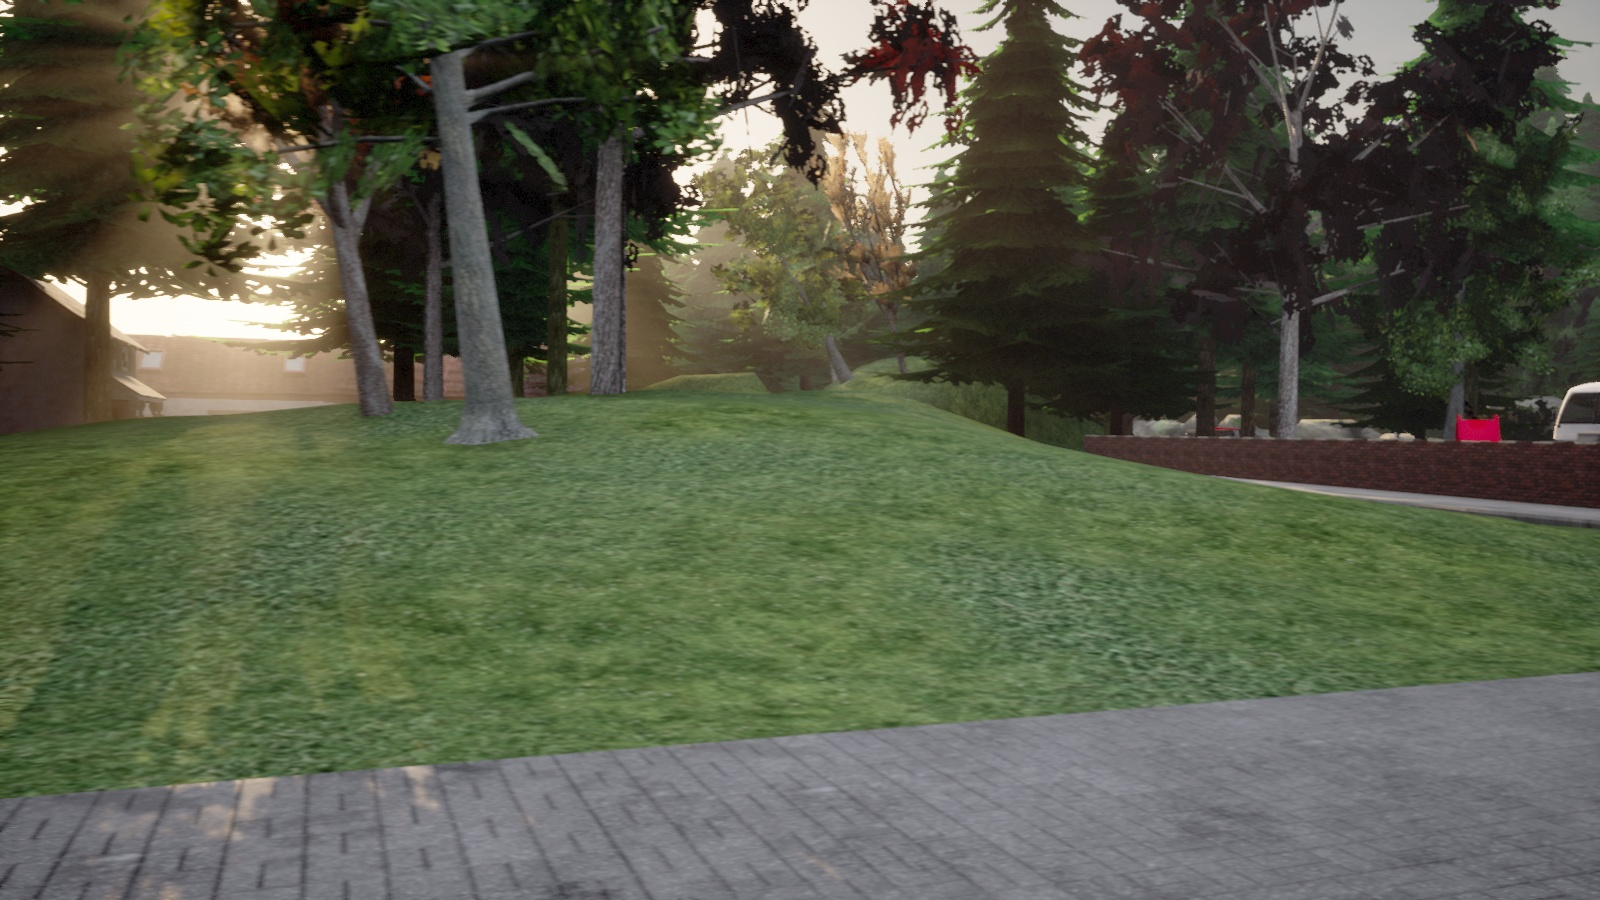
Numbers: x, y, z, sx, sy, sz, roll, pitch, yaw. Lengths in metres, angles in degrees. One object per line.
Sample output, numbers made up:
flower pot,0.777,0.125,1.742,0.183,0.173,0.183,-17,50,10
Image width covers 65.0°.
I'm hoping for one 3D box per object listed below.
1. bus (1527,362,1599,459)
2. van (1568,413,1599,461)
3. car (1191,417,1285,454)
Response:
bus,37.436,-1.745,54.184,3.944,4.253,10.273,-1,1,-21
van,34.195,-0.544,51.505,1.775,1.987,4.442,-1,1,-21
car,25.678,-0.852,73.827,2.150,2.045,5.566,-1,1,-21
